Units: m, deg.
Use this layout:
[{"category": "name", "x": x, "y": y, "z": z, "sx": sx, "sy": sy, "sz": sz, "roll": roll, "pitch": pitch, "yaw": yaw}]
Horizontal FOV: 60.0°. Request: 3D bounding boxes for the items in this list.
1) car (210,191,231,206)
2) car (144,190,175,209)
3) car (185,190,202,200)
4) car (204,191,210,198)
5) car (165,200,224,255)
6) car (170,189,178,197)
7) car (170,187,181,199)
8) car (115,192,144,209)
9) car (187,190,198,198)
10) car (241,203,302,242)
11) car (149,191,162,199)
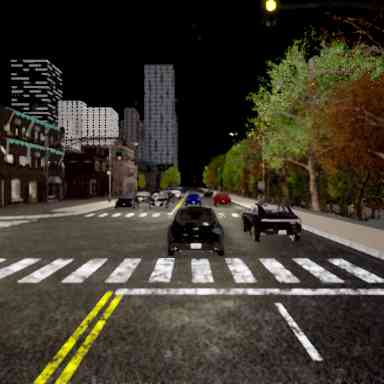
[{"category": "car", "x": 3.424, "y": 0.809, "z": 38.725, "sx": 1.882, "sy": 1.535, "sz": 5.008, "roll": 0, "pitch": 1, "yaw": 0}, {"category": "car", "x": -3.275, "y": 0.900, "z": 34.258, "sx": 2.128, "sy": 1.511, "sz": 4.902, "roll": 0, "pitch": 1, "yaw": 0}, {"category": "car", "x": 0.173, "y": 0.866, "z": 38.211, "sx": 1.812, "sy": 1.442, "sz": 4.674, "roll": 0, "pitch": 1, "yaw": 0}, {"category": "car", "x": 3.385, "y": 0.434, "z": 65.367, "sx": 1.994, "sy": 1.385, "sz": 4.181, "roll": 0, "pitch": 1, "yaw": 1}, {"category": "car", "x": 0.125, "y": 1.294, "z": 12.335, "sx": 1.837, "sy": 1.490, "sz": 4.892, "roll": 0, "pitch": 2, "yaw": 0}, {"category": "car", "x": -3.248, "y": 0.735, "z": 44.549, "sx": 1.837, "sy": 1.490, "sz": 4.892, "roll": 0, "pitch": 1, "yaw": 0}, {"category": "car", "x": -3.161, "y": 0.174, "z": 60.651, "sx": 2.150, "sy": 2.045, "sz": 5.566, "roll": 0, "pitch": 1, "yaw": 1}, {"category": "car", "x": -6.527, "y": 0.978, "z": 33.952, "sx": 1.994, "sy": 1.385, "sz": 4.181, "roll": 0, "pitch": 1, "yaw": 0}, {"category": "car", "x": 0.131, "y": 0.373, "z": 64.752, "sx": 2.128, "sy": 1.511, "sz": 4.902, "roll": 0, "pitch": 1, "yaw": 0}, {"category": "car", "x": 3.378, "y": 1.236, "z": 14.806, "sx": 2.128, "sy": 1.511, "sz": 4.902, "roll": 0, "pitch": 1, "yaw": 0}, {"category": "car", "x": -6.417, "y": 0.508, "z": 58.863, "sx": 1.812, "sy": 1.442, "sz": 4.674, "roll": 0, "pitch": 1, "yaw": 1}]
